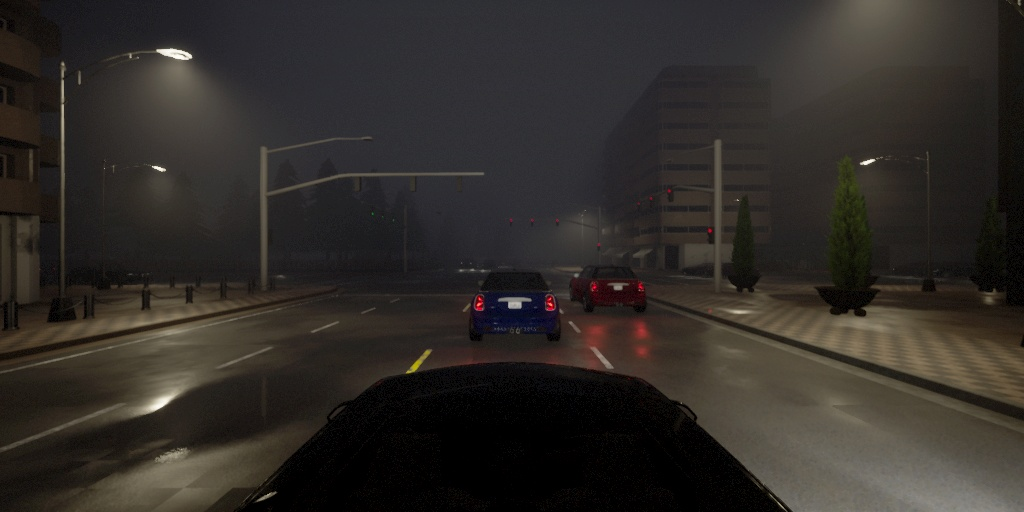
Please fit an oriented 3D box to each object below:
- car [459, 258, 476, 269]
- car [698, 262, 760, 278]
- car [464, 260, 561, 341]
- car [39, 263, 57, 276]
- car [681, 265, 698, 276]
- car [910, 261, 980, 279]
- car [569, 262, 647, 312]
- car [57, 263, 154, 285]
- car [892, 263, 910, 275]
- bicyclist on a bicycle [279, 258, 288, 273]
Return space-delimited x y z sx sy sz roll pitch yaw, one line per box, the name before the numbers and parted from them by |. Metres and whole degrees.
car | -6.580 1.065 54.794 2.097 1.767 4.553 0 0 5
car | 20.243 1.309 33.130 4.674 1.442 1.812 0 0 0
car | 0.078 1.096 10.012 2.097 1.767 4.553 0 0 0
car | -49.538 1.329 36.265 5.357 1.411 2.033 0 0 0
car | 20.317 1.329 36.630 5.357 1.411 2.033 0 0 0
car | 40.680 1.261 33.205 5.008 1.535 1.882 0 0 0
car | 3.598 1.093 14.242 2.097 1.767 4.553 0 0 0
car | -28.624 1.280 25.711 4.902 1.511 2.128 0 0 0
car | 41.955 1.286 36.707 4.892 1.490 1.837 0 0 0
bicyclist on a bicycle | -25.635 1.080 40.207 0.582 1.620 1.656 0 0 0
